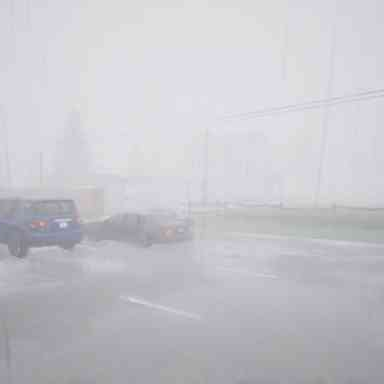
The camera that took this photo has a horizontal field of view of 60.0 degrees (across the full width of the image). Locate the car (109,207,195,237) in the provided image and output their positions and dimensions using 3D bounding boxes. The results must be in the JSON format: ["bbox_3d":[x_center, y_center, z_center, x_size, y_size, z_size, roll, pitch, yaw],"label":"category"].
[{"bbox_3d":[-2.284,1.572,18.470,4.718,1.301,1.895,0,0,36],"label":"car"}]

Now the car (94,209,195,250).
[{"bbox_3d":[-2.459,1.524,14.272,5.357,1.411,2.033,0,0,36],"label":"car"}]

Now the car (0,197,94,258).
[{"bbox_3d":[-6.548,1.195,12.916,5.566,2.045,2.150,1,0,36],"label":"car"}]
